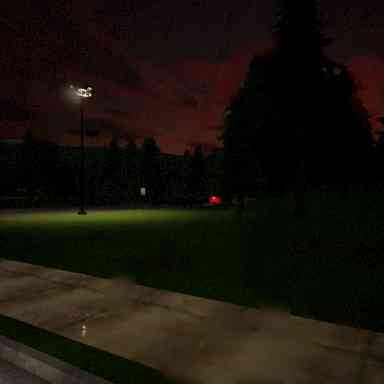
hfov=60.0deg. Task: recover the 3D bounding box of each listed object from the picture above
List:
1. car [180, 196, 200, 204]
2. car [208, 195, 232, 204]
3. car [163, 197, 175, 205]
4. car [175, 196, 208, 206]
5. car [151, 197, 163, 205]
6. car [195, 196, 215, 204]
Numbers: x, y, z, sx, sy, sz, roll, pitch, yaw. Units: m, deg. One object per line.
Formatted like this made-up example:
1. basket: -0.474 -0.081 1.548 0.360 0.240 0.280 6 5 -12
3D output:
1. car: -0.377 1.525 66.190 1.812 1.442 4.674 0 0 33
2. car: 5.503 1.221 62.393 2.150 2.045 5.566 0 0 33
3. car: -2.407 1.564 56.557 1.994 1.385 4.181 0 0 34
4. car: 0.034 1.491 53.906 2.128 1.511 4.902 0 0 34
5. car: -5.337 1.564 58.471 1.994 1.385 4.181 0 0 34
6. car: 2.555 1.526 64.279 1.812 1.442 4.674 0 0 33
